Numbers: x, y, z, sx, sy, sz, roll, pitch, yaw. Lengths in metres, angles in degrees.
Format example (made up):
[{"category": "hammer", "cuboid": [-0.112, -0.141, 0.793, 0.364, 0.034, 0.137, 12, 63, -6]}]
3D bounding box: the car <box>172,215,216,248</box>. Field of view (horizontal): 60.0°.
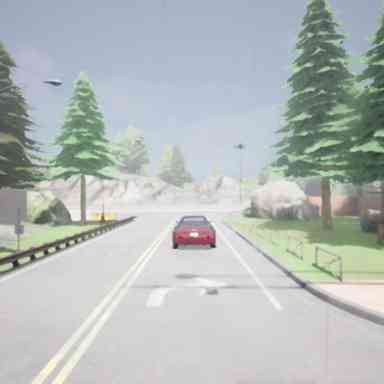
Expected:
[{"category": "car", "cuboid": [0.094, 1.820, 16.246, 1.994, 1.385, 4.181, -1, -1, 0]}]
